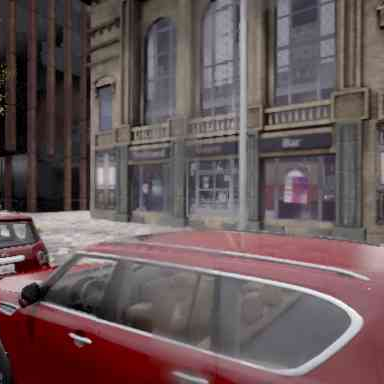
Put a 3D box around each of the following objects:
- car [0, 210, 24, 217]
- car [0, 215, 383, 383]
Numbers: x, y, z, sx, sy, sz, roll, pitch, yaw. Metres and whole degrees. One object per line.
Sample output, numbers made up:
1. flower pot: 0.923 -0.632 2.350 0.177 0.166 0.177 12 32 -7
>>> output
1. car: -4.807 1.257 6.508 5.009 1.841 2.192 1 0 35
2. car: -0.215 1.299 3.235 5.009 1.841 2.192 1 0 35
